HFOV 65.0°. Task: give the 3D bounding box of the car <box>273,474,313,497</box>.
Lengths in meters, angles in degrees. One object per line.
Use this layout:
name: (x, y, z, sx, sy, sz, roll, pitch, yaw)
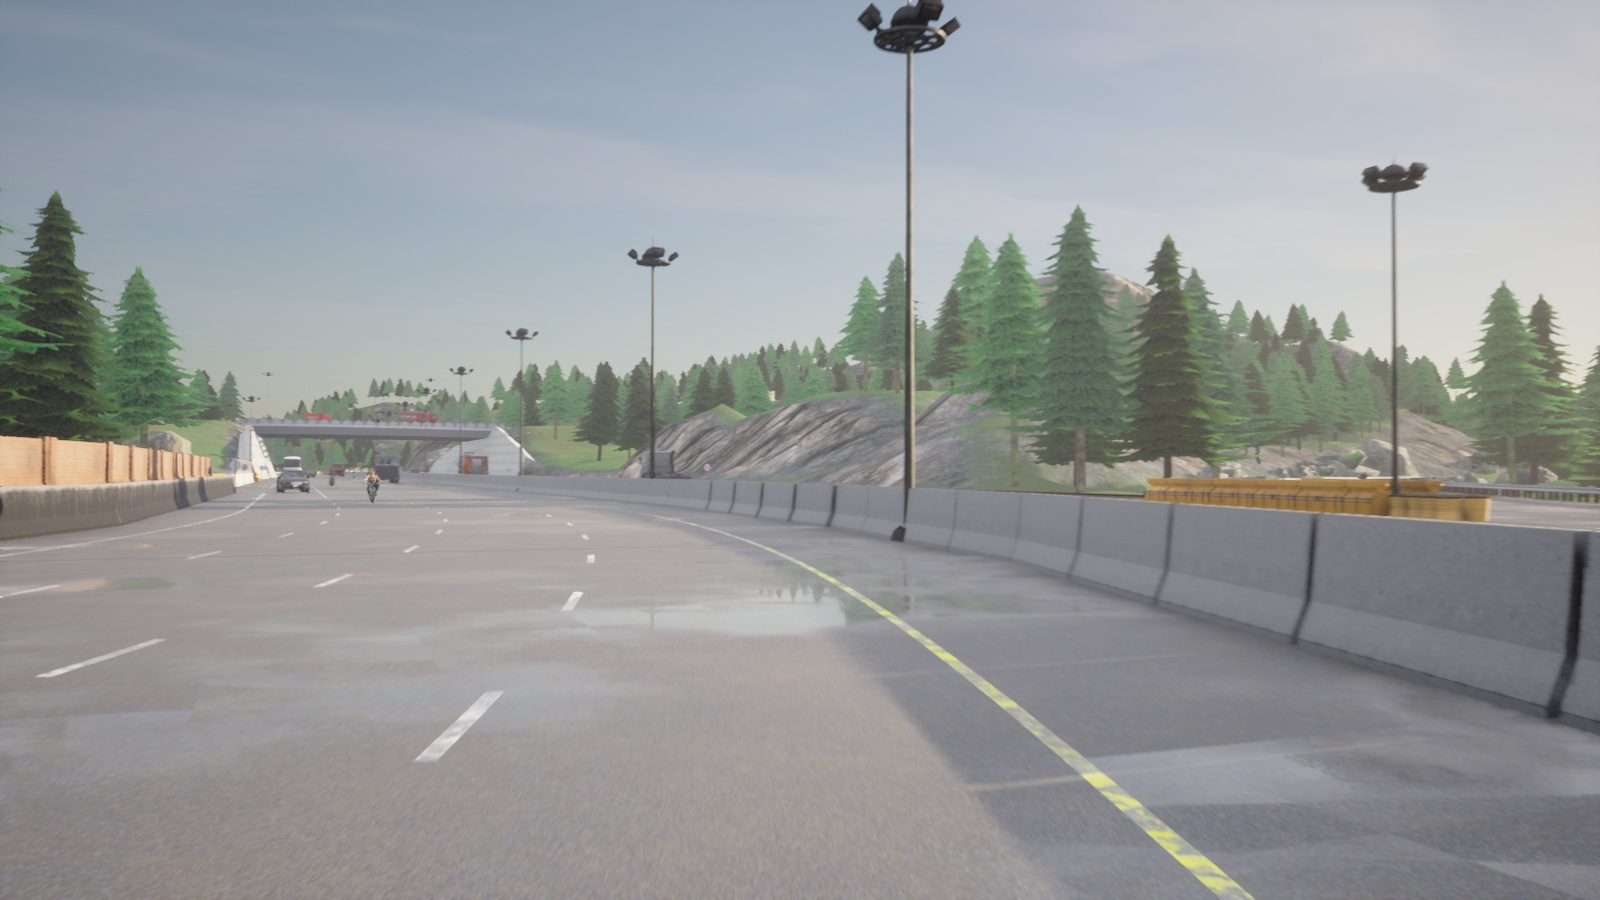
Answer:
car: (-34.984, 2.439, 86.533, 2.128, 1.511, 4.902, 0, -1, -27)
